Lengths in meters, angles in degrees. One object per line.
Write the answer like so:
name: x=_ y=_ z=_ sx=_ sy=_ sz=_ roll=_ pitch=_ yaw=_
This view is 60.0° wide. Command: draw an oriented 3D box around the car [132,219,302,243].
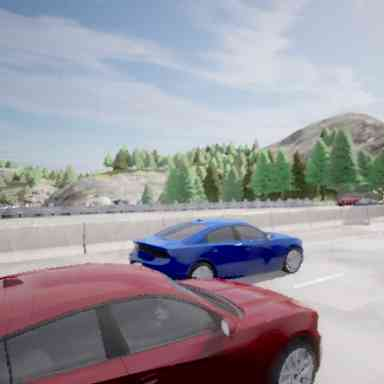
car: x=0.841 y=1.436 z=8.638 sx=5.008 sy=1.535 sz=1.882 roll=0 pitch=0 yaw=-35

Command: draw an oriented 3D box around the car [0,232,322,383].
car: x=-0.785 y=1.469 z=3.189 sx=5.008 sy=1.535 sz=1.882 roll=0 pitch=0 yaw=-35

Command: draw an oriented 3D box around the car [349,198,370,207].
car: x=24.864 y=1.635 z=47.357 sx=4.674 sy=1.442 sz=1.812 roll=1 pitch=-1 yaw=-35
